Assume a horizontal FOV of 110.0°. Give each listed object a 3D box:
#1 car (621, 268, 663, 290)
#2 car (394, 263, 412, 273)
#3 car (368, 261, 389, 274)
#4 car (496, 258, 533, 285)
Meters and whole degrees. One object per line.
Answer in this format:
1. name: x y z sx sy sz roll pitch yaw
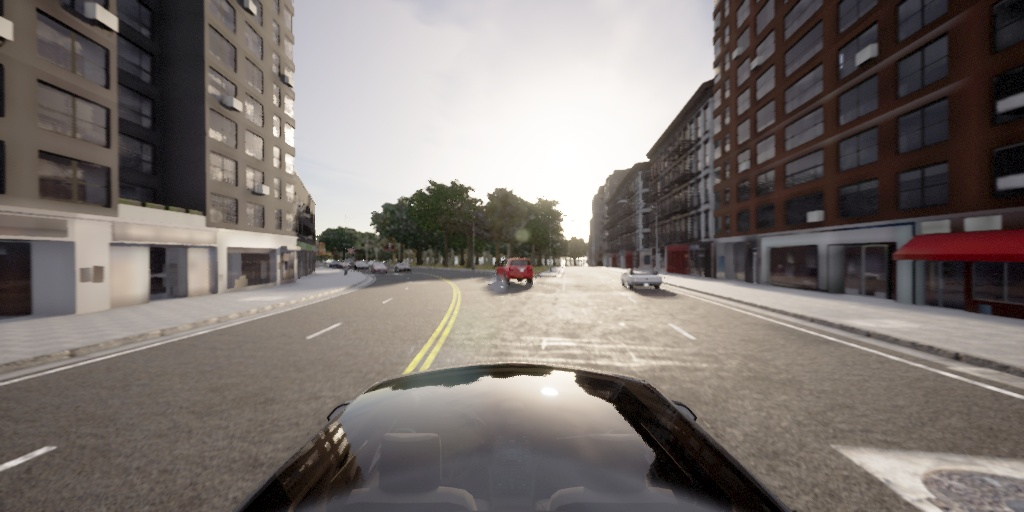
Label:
1. car: 8.434 1.464 23.785 1.895 1.301 4.718 -1 -1 9
2. car: -15.989 1.727 52.613 1.837 1.490 4.892 -1 0 -28
3. car: -18.795 1.786 50.912 1.812 1.442 4.674 -1 0 -28
4. car: 0.136 1.210 29.541 2.150 2.045 5.566 0 -1 -13
